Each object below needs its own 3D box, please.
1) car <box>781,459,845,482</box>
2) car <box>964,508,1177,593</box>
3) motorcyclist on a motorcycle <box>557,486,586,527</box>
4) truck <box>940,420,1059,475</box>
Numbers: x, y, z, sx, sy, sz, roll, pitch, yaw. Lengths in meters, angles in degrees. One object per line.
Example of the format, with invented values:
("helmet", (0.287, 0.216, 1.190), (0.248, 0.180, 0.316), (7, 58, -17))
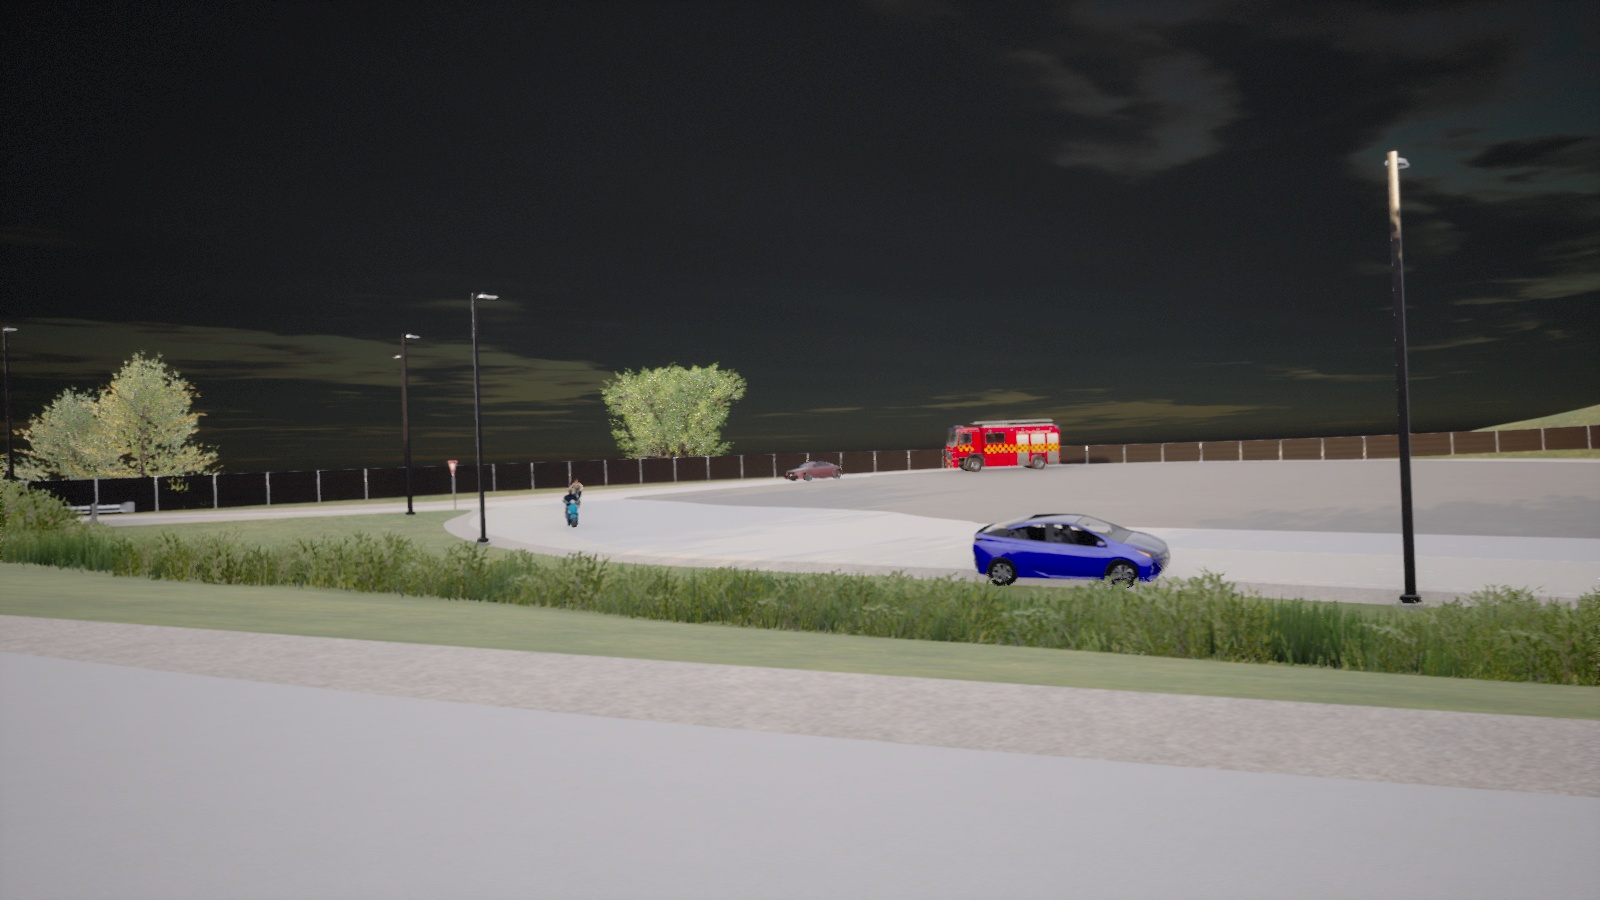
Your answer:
("car", (0.964, 1.489, 89.868), (4.181, 1.385, 1.994), (-3, 1, -37))
("car", (6.400, 2.312, 29.728), (4.514, 1.525, 2.007), (-1, 8, 27))
("motorcyclist on a motorcycle", (-9.451, 2.318, 51.807), (0.866, 1.590, 1.817), (-1, 0, -19))
("truck", (15.316, -0.236, 96.680), (8.468, 3.827, 2.891), (-2, 2, -7))
